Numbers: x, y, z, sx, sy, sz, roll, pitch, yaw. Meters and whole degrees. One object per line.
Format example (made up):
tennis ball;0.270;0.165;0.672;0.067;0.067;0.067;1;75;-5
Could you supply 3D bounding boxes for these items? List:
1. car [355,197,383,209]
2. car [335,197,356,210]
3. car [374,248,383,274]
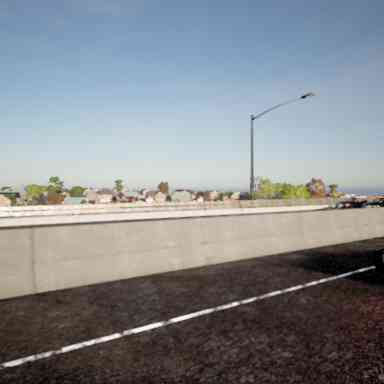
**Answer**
car;19.663;1.384;34.716;4.902;1.511;2.128;0;0;-34
car;18.372;1.380;38.069;4.902;1.511;2.128;0;0;-34
car;6.709;1.571;8.483;4.718;1.301;1.895;0;0;-35
